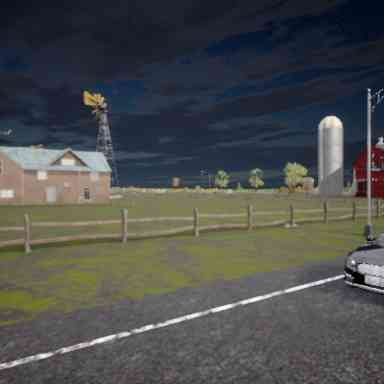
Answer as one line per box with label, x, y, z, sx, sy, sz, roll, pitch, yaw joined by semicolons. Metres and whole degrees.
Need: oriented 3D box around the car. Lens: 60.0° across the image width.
car;5.596;1.496;7.985;4.902;1.511;2.128;0;0;-36
